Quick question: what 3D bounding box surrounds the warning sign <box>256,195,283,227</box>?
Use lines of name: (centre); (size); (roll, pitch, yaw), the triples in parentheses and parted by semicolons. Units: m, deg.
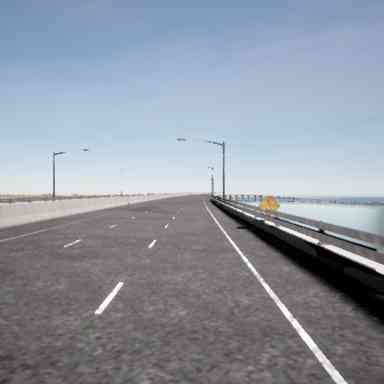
warning sign: (4.608, 1.117, 19.846); (1.300, 1.860, 1.060); (-1, -1, 0)
